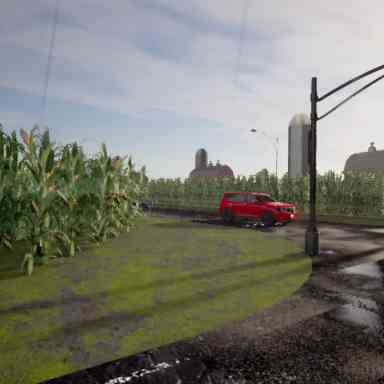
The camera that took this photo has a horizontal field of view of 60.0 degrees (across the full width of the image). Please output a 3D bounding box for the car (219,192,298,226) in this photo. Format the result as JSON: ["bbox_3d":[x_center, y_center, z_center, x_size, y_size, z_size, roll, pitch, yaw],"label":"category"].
[{"bbox_3d":[4.239,1.067,22.156,2.150,2.045,5.566,2,0,-41],"label":"car"}]

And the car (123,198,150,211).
[{"bbox_3d":[-6.333,1.306,35.401,1.895,1.301,4.718,2,0,-38],"label":"car"}]
